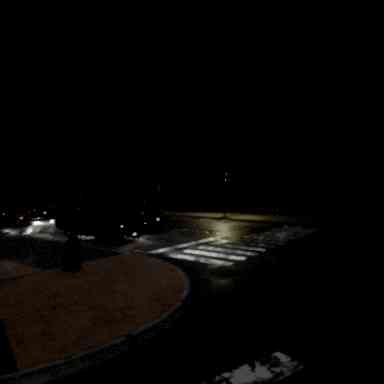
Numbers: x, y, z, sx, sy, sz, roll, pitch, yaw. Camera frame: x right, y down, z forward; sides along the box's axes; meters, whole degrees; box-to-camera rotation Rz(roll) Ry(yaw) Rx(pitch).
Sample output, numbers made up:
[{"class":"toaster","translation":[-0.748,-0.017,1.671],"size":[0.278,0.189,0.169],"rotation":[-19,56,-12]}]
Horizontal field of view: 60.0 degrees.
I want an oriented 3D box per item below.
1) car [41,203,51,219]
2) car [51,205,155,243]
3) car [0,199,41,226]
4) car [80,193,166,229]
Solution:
[{"class":"car","translation":[-12.125,1.267,24.612],"size":[4.181,1.385,1.994],"rotation":[1,0,31]},{"class":"car","translation":[-4.305,1.493,15.740],"size":[4.718,1.301,1.895],"rotation":[1,0,34]},{"class":"car","translation":[-12.046,1.219,20.735],"size":[4.902,1.511,2.128],"rotation":[1,0,32]},{"class":"car","translation":[-4.194,1.092,19.526],"size":[5.566,2.045,2.150],"rotation":[1,0,31]}]
